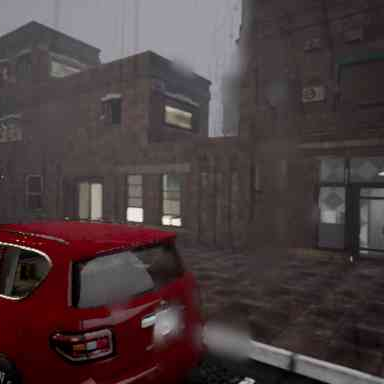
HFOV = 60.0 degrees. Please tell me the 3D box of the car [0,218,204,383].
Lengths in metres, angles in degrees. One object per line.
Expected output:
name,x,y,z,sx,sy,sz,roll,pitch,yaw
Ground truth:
car,-2.186,1.297,4.416,5.009,1.841,2.192,0,1,36
